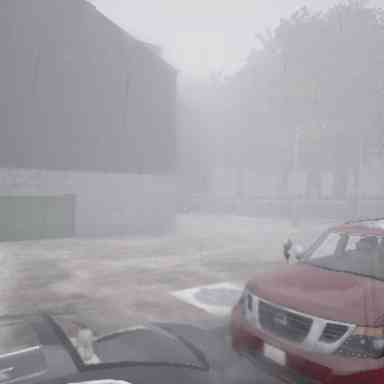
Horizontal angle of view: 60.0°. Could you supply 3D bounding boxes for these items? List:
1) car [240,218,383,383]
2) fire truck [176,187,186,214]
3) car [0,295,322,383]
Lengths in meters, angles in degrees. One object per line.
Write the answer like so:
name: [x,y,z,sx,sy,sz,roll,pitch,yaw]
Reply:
car: [2.898,1.372,4.878,5.009,1.841,2.192,1,-1,-35]
fire truck: [-4.216,0.994,44.906,2.891,3.827,8.468,1,-1,-36]
car: [-1.551,1.547,1.704,4.403,1.369,2.008,1,0,-35]
